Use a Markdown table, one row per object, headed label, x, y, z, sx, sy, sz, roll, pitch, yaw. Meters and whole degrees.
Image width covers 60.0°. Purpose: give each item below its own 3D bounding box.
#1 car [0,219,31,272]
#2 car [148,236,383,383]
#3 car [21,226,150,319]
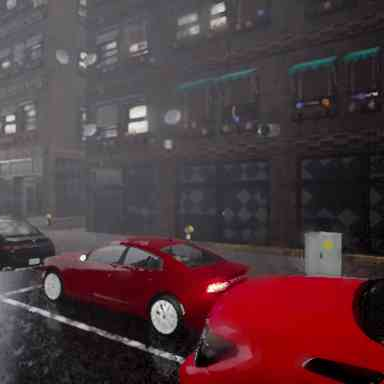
| label | x | y | z | sx | sy | sz | roll | pitch | yaw |
| --- | --- | --- | --- | --- | --- | --- | --- | --- | --- |
| car | -5.742 | 1.447 | 9.407 | 4.403 | 1.369 | 2.008 | 1 | -1 | 32 |
| car | 2.596 | 1.281 | 2.090 | 5.566 | 2.045 | 2.150 | 1 | 0 | 32 |
| car | -1.060 | 1.531 | 6.463 | 4.507 | 1.381 | 1.887 | 1 | -1 | 32 |
